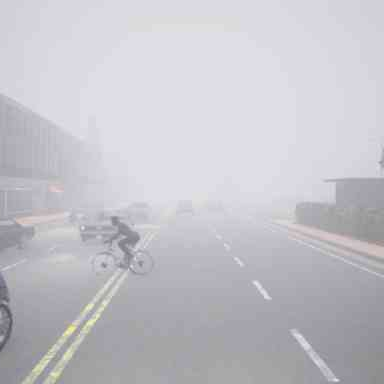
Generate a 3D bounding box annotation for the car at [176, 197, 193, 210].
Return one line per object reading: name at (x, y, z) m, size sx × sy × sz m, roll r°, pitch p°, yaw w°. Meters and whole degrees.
car at (-1.007, 1.491, 44.913) m, size 2.128 × 1.511 × 4.902 m, roll 0°, pitch 0°, yaw -1°

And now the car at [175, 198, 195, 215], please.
car at (-0.723, 1.547, 34.040) m, size 2.033 × 1.411 × 5.357 m, roll 0°, pitch 0°, yaw -2°

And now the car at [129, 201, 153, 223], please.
car at (-4.119, 1.519, 25.836) m, size 1.837 × 1.490 × 4.892 m, roll 0°, pitch 0°, yaw -1°

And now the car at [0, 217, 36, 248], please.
car at (-7.357, 1.601, 11.550) m, size 1.895 × 1.301 × 4.718 m, roll 0°, pitch 0°, yaw -1°

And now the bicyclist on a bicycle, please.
bicyclist on a bicycle at (-1.865, 1.455, 8.854) m, size 1.656 × 1.620 × 0.582 m, roll -2°, pitch 0°, yaw -2°

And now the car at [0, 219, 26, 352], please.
car at (-3.638, 1.352, 2.937) m, size 2.097 × 1.767 × 4.553 m, roll 0°, pitch 0°, yaw -1°

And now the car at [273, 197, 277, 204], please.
car at (16.364, 1.153, 57.145) m, size 4.605 × 1.855 × 1.932 m, roll 0°, pitch 0°, yaw -3°

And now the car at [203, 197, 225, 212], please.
car at (2.667, 1.564, 38.446) m, size 1.994 × 1.385 × 4.181 m, roll 0°, pitch 0°, yaw -2°

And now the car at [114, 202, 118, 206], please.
car at (-7.799, 1.596, 30.404) m, size 1.895 × 1.301 × 4.718 m, roll 0°, pitch 0°, yaw -1°

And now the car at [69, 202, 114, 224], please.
car at (-7.611, 1.501, 24.855) m, size 2.128 × 1.511 × 4.902 m, roll 0°, pitch -1°, yaw -1°

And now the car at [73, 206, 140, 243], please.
car at (-3.974, 1.601, 16.290) m, size 1.895 × 1.301 × 4.718 m, roll 0°, pitch 0°, yaw -1°

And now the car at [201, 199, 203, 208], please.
car at (2.384, 1.477, 48.478) m, size 1.882 × 1.535 × 5.008 m, roll 0°, pitch 0°, yaw -1°

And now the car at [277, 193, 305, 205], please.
car at (16.457, 1.156, 54.252) m, size 3.866 × 1.878 × 1.905 m, roll 0°, pitch 0°, yaw -3°
